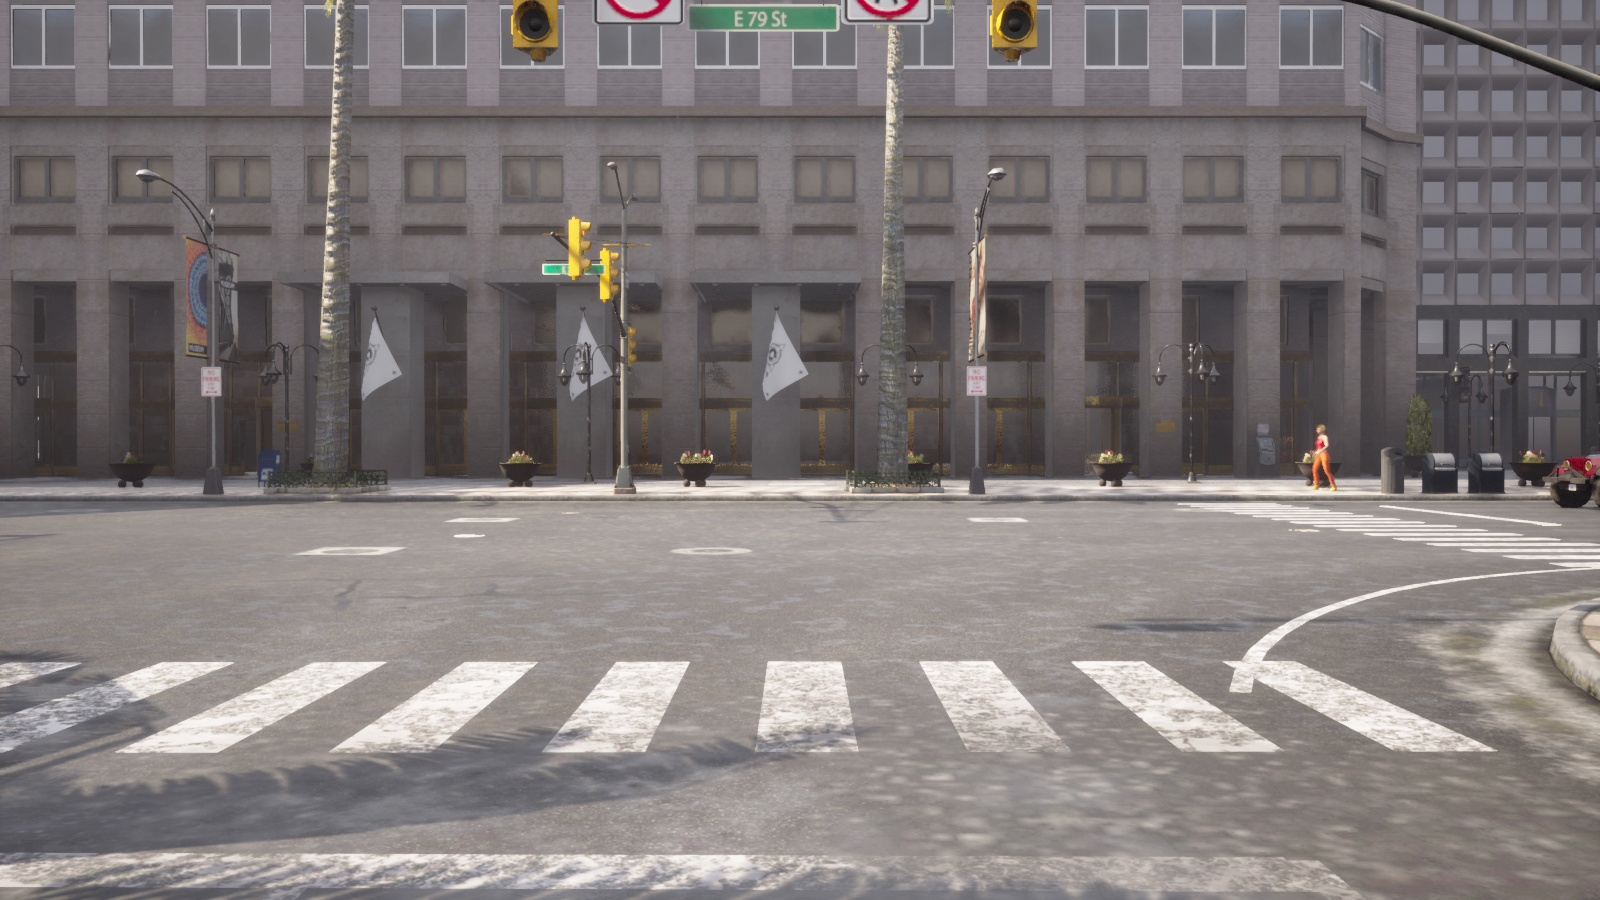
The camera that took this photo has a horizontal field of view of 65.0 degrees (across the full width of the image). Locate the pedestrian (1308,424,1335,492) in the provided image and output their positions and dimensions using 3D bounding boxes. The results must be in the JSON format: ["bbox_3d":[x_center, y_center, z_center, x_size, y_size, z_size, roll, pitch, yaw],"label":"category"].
[{"bbox_3d":[14.248,0.221,34.315,0.594,1.836,0.345,0,0,-11],"label":"pedestrian"}]

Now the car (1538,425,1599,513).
[{"bbox_3d":[18.784,0.401,27.708,3.866,1.878,1.905,0,0,1],"label":"car"}]
